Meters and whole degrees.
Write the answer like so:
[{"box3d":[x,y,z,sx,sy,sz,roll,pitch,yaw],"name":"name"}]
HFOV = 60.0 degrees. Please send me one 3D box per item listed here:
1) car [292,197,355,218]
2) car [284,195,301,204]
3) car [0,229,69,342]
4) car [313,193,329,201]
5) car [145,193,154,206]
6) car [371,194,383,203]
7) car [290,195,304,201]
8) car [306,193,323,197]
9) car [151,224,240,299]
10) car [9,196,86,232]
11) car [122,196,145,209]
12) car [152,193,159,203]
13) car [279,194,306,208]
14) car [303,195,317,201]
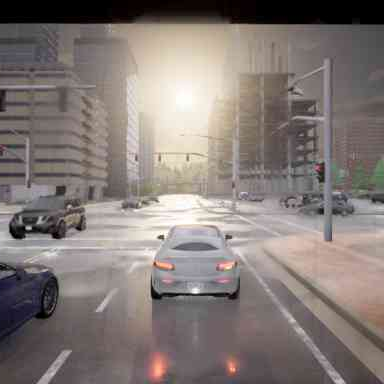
[{"box3d":[12.102,1.491,30.112,4.902,1.511,2.128,0,0,0],"name":"car"},{"box3d":[18.591,1.395,61.785,1.970,1.475,3.806,0,0,0],"name":"car"},{"box3d":[-3.441,1.526,4.429,1.812,1.442,4.674,0,0,0],"name":"car"},{"box3d":[29.867,1.153,76.989,1.932,1.855,4.605,0,0,0],"name":"car"},{"box3d":[-8.160,1.478,56.215,1.882,1.535,5.008,0,0,0],"name":"car"},{"box3d":[35.487,1.153,61.954,1.932,1.855,4.605,0,0,0],"name":"car"},{"box3d":[24.289,1.395,76.914,1.970,1.475,3.806,0,0,0],"name":"car"},{"box3d":[15.966,1.156,44.306,1.905,1.878,3.866,0,0,0],"name":"car"},{"box3d":[0.072,1.526,8.303,1.812,1.442,4.674,0,0,0],"name":"car"},{"box3d":[-7.213,1.221,17.337,2.150,2.045,5.566,0,0,-1],"name":"car"},{"box3d":[-8.080,1.352,44.893,2.097,1.767,4.553,0,0,0],"name":"car"},{"box3d":[-8.180,1.225,69.120,2.150,2.045,5.566,0,0,0],"name":"car"},{"box3d":[13.071,1.153,44.347,1.932,1.855,4.605,0,0,0],"name":"car"},{"box3d":[27.184,1.364,76.926,1.784,1.438,3.905,0,0,0],"name":"car"}]
